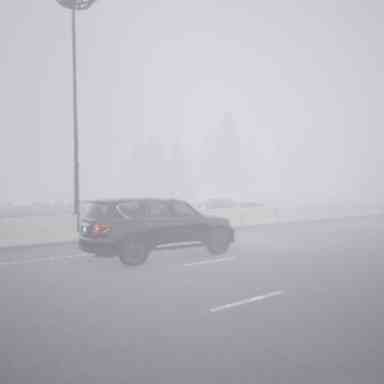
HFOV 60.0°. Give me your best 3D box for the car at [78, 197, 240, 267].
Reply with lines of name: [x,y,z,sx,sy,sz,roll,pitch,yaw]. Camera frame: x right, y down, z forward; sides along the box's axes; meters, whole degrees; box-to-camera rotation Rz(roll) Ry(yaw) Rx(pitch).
car: [-1.051,1.214,11.597,5.566,2.045,2.150,0,0,-36]

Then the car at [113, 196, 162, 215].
car: [-5.604,1.348,34.360,4.553,1.767,2.097,0,0,-35]

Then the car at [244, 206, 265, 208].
car: [4.776,1.536,28.820,5.357,1.411,2.033,0,0,-35]

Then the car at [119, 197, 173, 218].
car: [-4.259,1.347,31.025,4.553,1.767,2.097,0,0,-35]

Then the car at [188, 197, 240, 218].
car: [2.062,1.342,31.197,4.553,1.767,2.097,0,0,-35]
